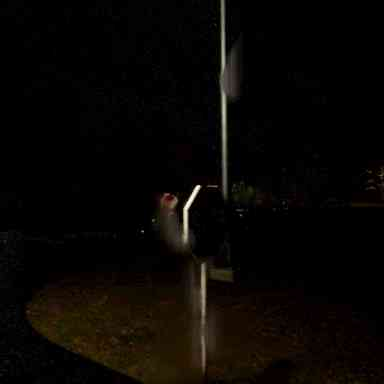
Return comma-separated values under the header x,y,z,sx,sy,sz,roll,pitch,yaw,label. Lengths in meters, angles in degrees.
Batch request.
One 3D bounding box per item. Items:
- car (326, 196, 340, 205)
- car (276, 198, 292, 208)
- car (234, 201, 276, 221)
x,y,z,sx,sy,sz,roll,pitch,yaw,label
28.185,1.985,67.145,1.994,1.385,4.181,-1,-1,26,car
16.040,1.804,58.687,2.097,1.767,4.553,-1,-1,34,car
5.547,1.776,30.431,2.128,1.511,4.902,-1,-1,34,car
